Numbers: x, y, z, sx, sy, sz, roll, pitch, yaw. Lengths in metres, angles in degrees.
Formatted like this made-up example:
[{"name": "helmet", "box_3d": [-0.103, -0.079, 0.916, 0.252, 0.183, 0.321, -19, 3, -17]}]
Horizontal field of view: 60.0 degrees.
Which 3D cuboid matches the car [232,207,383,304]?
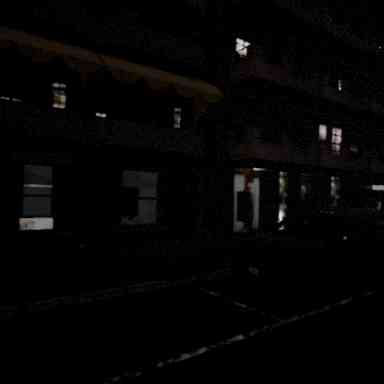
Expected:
[{"name": "car", "box_3d": [3.347, 1.351, 8.458, 5.009, 1.841, 2.192, 0, 1, -35]}]
